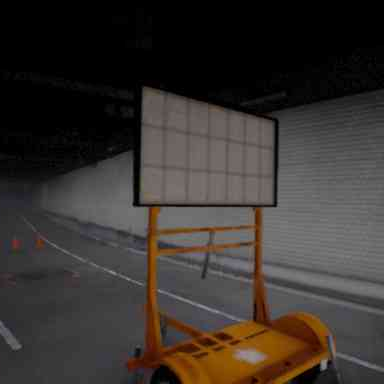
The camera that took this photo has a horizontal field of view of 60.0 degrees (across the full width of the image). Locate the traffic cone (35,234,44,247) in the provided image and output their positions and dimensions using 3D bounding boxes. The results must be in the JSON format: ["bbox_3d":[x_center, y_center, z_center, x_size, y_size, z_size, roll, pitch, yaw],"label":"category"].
[{"bbox_3d":[-7.008,2.228,15.303,0.340,0.580,0.340,2,-2,-40],"label":"traffic cone"}]

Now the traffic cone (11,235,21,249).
[{"bbox_3d":[-7.777,2.197,14.665,0.340,0.580,0.340,2,-2,-40],"label":"traffic cone"}]

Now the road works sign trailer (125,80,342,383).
[{"bbox_3d":[0.160,0.590,4.373,2.380,3.560,2.880,2,-2,-40],"label":"road works sign trailer"}]
